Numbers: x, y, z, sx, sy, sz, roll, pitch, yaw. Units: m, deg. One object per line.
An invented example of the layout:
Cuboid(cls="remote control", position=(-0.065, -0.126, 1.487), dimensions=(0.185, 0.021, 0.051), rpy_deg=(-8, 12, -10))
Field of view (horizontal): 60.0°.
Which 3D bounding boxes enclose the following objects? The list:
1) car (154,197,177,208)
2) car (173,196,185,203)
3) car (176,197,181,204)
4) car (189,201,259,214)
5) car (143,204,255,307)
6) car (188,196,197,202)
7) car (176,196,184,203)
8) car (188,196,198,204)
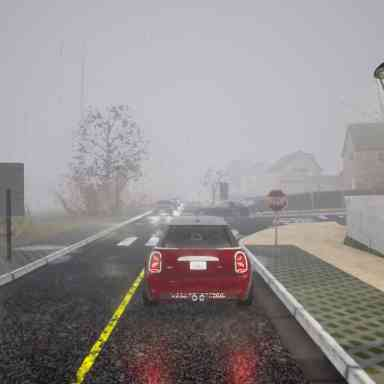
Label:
Cuboid(cls="car", position=(-2.784, 1.532, 33.289), dimensions=(1.812, 1.442, 4.674), rpy_deg=(0, 0, 0))
Cuboid(cls="car", position=(-2.630, 1.533, 68.427), dimensions=(2.128, 1.511, 4.902), rpy_deg=(0, 0, 0))
Cuboid(cls="car", position=(-2.766, 1.614, 42.923), dimensions=(1.895, 1.301, 4.718), rpy_deg=(0, 0, 0))
Cuboid(cls="car", position=(2.475, 1.429, 25.020), dimensions=(4.718, 1.301, 1.895), rpy_deg=(-5, -3, 32))
Cuboid(cls="car", position=(0.115, 1.351, 8.158), dimensions=(2.097, 1.767, 4.553), rpy_deg=(0, 0, 0))
Cuboid(cls="car", position=(0.147, 1.604, 75.569), dimensions=(1.994, 1.385, 4.181), rpy_deg=(0, 0, 0))
Cuboid(cls="car", position=(-2.748, 1.548, 52.701), dimensions=(1.812, 1.442, 4.674), rpy_deg=(0, 0, 1))
Cuboid(cls="car", position=(0.225, 1.561, 65.403), dimensions=(1.812, 1.442, 4.674), rpy_deg=(0, 0, 0))
